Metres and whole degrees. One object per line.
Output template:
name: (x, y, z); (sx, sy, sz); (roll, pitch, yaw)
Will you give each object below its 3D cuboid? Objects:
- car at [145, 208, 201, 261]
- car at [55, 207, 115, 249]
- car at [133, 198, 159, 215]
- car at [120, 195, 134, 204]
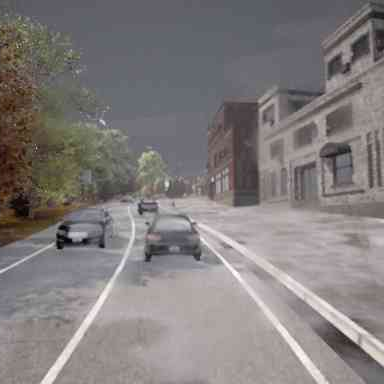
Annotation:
car: (-0.750, 1.522, 12.201); (1.812, 1.442, 4.674); (0, 0, -6)
car: (-4.473, 1.454, 14.459); (2.128, 1.511, 4.902); (1, 0, -8)
car: (-4.422, 1.392, 33.203); (2.128, 1.511, 4.902); (1, 0, -12)
car: (-10.920, 1.241, 56.558); (1.994, 1.385, 4.181); (0, 0, 0)
